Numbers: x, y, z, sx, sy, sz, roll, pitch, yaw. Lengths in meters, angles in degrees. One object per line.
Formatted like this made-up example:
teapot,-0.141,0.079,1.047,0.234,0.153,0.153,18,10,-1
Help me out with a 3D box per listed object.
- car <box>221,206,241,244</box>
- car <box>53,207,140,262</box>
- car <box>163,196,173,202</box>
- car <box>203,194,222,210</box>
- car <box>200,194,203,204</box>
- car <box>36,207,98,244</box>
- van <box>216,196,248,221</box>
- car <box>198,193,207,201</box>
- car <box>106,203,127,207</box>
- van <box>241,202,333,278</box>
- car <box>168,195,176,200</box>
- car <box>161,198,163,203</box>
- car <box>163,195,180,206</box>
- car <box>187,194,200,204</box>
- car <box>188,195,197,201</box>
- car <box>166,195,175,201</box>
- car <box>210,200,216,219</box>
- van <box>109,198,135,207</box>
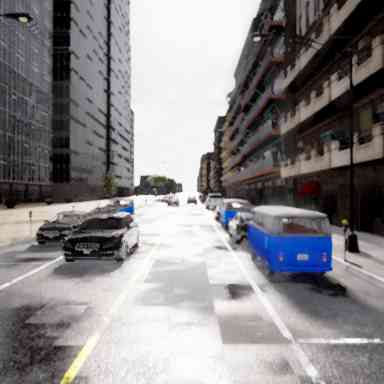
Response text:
car,2.703,1.568,15.603,2.008,1.369,4.403,1,0,0
car,-3.096,1.519,12.224,1.837,1.490,4.892,0,0,0
car,-5.659,1.576,77.688,2.008,1.369,4.403,1,0,0
car,3.013,1.259,44.781,2.150,2.045,5.566,0,0,0
car,2.720,1.470,66.422,1.967,1.590,4.097,1,0,0
car,-5.678,1.569,15.580,2.008,1.369,4.403,1,0,0
van,2.707,1.364,21.248,1.690,1.788,3.998,1,0,0
car,2.728,1.330,89.006,2.192,1.841,5.009,1,0,0
car,-5.676,1.606,21.226,1.802,1.307,4.206,1,0,0
van,2.703,1.353,9.955,1.690,1.788,3.998,1,0,0
car,-5.653,1.560,94.626,2.008,1.369,4.403,1,0,0
car,-5.660,1.554,71.871,1.752,1.417,4.829,1,0,0
car,-3.044,1.525,54.449,2.128,1.511,4.902,0,0,0
car,0.042,1.578,62.534,2.033,1.411,5.357,0,0,1
car,0.023,1.400,79.799,2.128,1.511,4.902,0,0,0
car,-5.655,1.566,88.979,2.008,1.369,4.403,1,0,0
car,2.706,1.609,26.895,1.802,1.307,4.206,1,0,0
van,-5.672,1.369,26.872,1.690,1.788,3.998,1,0,0
